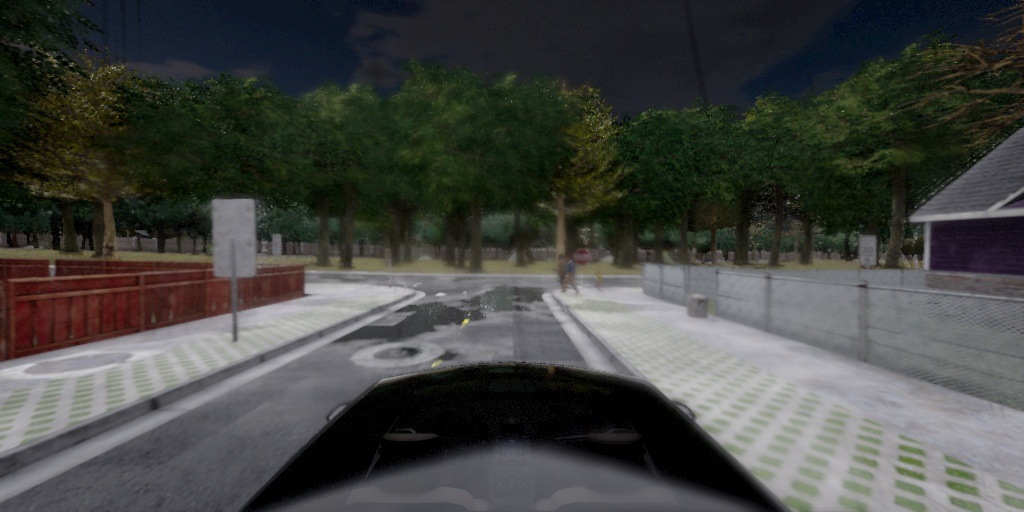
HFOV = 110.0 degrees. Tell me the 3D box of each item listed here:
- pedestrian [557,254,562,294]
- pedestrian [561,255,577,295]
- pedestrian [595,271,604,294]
[{"bbox_3d":[2.396,0.805,17.198,0.375,1.860,0.375,-1,2,0],"label":"pedestrian"},{"bbox_3d":[2.551,0.808,15.998,0.375,1.860,0.375,-1,2,0],"label":"pedestrian"},{"bbox_3d":[4.074,1.185,16.609,0.500,1.100,0.500,-1,2,0],"label":"pedestrian"}]
